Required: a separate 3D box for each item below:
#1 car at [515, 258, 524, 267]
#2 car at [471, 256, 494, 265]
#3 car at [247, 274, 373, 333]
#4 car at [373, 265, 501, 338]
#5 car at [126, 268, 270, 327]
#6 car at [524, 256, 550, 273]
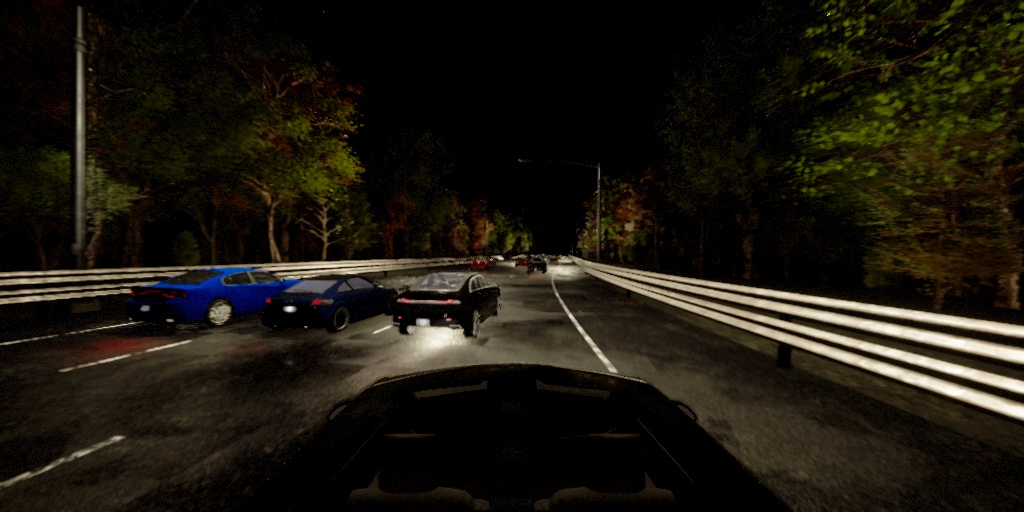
[{"bbox_3d":[1.713,1.023,55.104,1.895,1.301,4.718,1,0,9],"label":"car"},{"bbox_3d":[-3.539,0.802,43.661,2.097,1.767,4.553,1,0,9],"label":"car"},{"bbox_3d":[-4.985,1.222,10.499,1.994,1.385,4.181,1,0,9],"label":"car"},{"bbox_3d":[-1.525,1.183,10.004,2.128,1.511,4.902,1,0,9],"label":"car"},{"bbox_3d":[-8.441,1.091,11.054,1.882,1.535,5.008,1,0,9],"label":"car"},{"bbox_3d":[2.796,1.052,38.746,1.837,1.490,4.892,1,0,9],"label":"car"}]
